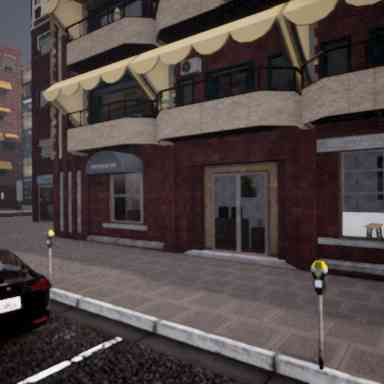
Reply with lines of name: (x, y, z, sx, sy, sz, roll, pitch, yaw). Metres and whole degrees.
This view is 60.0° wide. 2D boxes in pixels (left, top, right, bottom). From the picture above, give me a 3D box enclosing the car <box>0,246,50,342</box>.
car: (-4.178, 1.570, 5.716, 4.313, 1.339, 1.947, 0, -1, 36)
